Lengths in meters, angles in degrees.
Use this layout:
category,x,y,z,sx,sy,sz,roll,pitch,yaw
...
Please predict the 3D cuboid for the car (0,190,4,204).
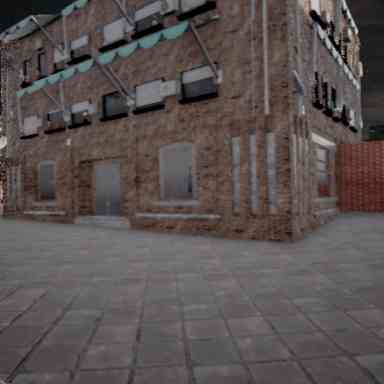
category,x,y,z,sx,sy,sz,roll,pitch,yaw
car,-20.016,0.664,39.689,5.566,2.045,2.435,-1,2,24
